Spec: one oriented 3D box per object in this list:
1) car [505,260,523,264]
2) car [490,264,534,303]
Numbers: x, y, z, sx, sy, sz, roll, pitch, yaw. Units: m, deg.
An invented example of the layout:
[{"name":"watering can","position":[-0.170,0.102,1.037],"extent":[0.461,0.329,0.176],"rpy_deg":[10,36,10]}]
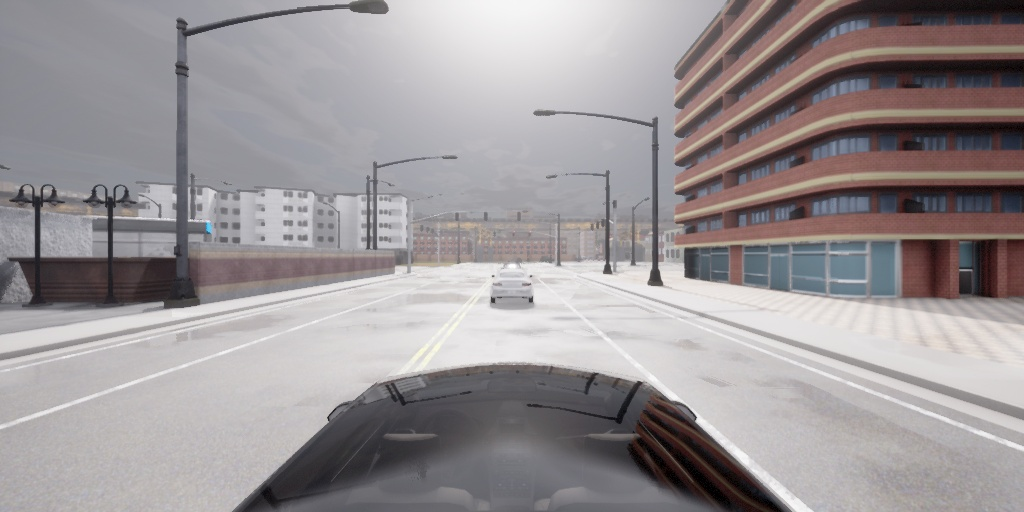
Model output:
[{"name":"car","position":[0.000,1.311,31.500],"extent":[2.033,1.411,5.357],"rpy_deg":[0,0,0]},{"name":"car","position":[0.000,1.281,16.500],"extent":[1.812,1.442,4.674],"rpy_deg":[0,0,0]}]
